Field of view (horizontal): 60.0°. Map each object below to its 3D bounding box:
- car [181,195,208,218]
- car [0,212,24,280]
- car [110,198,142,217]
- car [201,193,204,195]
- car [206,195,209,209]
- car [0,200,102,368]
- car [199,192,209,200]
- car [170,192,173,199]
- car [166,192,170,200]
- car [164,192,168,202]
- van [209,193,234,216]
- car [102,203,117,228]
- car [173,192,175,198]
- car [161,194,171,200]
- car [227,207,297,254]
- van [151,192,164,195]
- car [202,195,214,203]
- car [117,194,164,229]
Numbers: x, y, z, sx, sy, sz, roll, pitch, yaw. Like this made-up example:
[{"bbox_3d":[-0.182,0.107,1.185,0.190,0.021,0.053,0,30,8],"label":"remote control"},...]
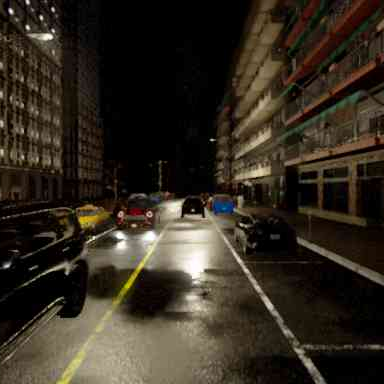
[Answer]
[{"bbox_3d":[0.087,1.271,27.901,1.882,1.535,5.008,0,0,0],"label":"car"},{"bbox_3d":[-5.697,1.384,7.251,1.967,1.590,4.097,0,0,0],"label":"car"},{"bbox_3d":[-5.697,1.327,29.361,1.887,1.381,4.507,0,0,0],"label":"car"},{"bbox_3d":[0.092,1.167,44.484,2.128,1.511,4.902,0,0,0],"label":"car"},{"bbox_3d":[2.683,1.288,34.889,1.887,1.381,4.507,0,0,0],"label":"car"},{"bbox_3d":[-3.081,1.186,4.394,2.150,2.045,5.566,0,1,0],"label":"car"},{"bbox_3d":[2.679,0.924,73.580,1.967,1.590,4.097,0,0,0],"label":"car"},{"bbox_3d":[-5.702,0.834,68.052,2.192,1.841,5.009,0,0,0],"label":"car"},{"bbox_3d":[-5.700,1.105,62.526,2.008,1.369,4.403,0,0,0],"label":"car"},{"bbox_3d":[-5.699,1.173,56.998,1.802,1.307,4.206,0,0,0],"label":"car"},{"bbox_3d":[2.682,1.124,29.359,1.690,1.788,3.998,0,0,0],"label":"van"},{"bbox_3d":[-5.697,1.389,18.136,1.752,1.417,4.829,0,0,0],"label":"car"},{"bbox_3d":[-5.701,0.994,79.108,1.887,1.381,4.507,0,0,0],"label":"car"},{"bbox_3d":[-5.700,1.066,73.581,1.802,1.307,4.206,0,0,0],"label":"car"},{"bbox_3d":[2.683,1.469,12.779,1.947,1.339,4.313,0,0,0],"label":"car"},{"bbox_3d":[-5.700,0.969,51.469,1.690,1.788,3.998,0,0,0],"label":"van"},{"bbox_3d":[2.681,1.157,56.998,1.947,1.339,4.313,0,0,0],"label":"car"},{"bbox_3d":[-3.085,1.204,20.000,2.097,1.767,4.553,0,0,0],"label":"car"}]
